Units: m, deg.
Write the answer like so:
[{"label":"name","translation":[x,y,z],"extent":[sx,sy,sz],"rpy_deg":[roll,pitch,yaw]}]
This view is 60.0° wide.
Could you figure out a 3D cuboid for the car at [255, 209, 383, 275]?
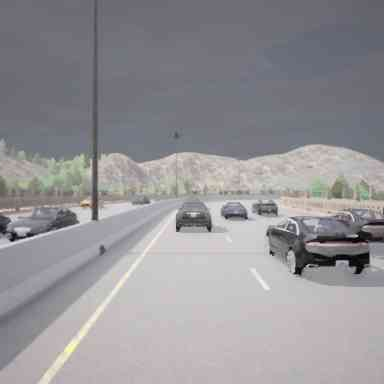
[{"label":"car","translation":[3.598,1.492,10.396],"extent":[2.128,1.511,4.902],"rpy_deg":[0,0,0]}]

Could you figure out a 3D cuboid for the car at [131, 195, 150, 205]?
[{"label":"car","translation":[-8.816,1.353,56.804],"extent":[2.097,1.767,4.553],"rpy_deg":[0,0,10]}]

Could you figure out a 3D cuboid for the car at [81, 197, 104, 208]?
[{"label":"car","translation":[-13.680,1.478,45.705],"extent":[1.882,1.535,5.008],"rpy_deg":[0,0,4]}]

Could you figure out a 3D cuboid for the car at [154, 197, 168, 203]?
[{"label":"car","translation":[-5.154,1.566,57.508],"extent":[1.994,1.385,4.181],"rpy_deg":[0,0,11]}]

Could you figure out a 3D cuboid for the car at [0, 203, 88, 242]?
[{"label":"car","translation":[-7.101,1.492,16.329],"extent":[2.128,1.511,4.902],"rpy_deg":[0,0,0]}]

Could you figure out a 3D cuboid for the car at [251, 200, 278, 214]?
[{"label":"car","translation":[7.096,1.493,32.770],"extent":[2.128,1.511,4.902],"rpy_deg":[0,0,0]}]

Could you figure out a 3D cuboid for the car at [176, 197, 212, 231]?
[{"label":"car","translation":[0.097,1.353,20.879],"extent":[2.097,1.767,4.553],"rpy_deg":[0,0,0]}]

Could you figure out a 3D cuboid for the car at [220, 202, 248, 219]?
[{"label":"car","translation":[3.597,1.565,28.955],"extent":[1.994,1.385,4.181],"rpy_deg":[0,0,0]}]

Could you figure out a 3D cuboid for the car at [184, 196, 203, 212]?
[{"label":"car","translation":[0.156,1.353,38.851],"extent":[2.097,1.767,4.553],"rpy_deg":[0,0,1]}]

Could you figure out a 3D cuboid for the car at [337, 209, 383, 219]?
[{"label":"car","translation":[7.098,1.492,14.519],"extent":[2.128,1.511,4.902],"rpy_deg":[0,0,0]}]
